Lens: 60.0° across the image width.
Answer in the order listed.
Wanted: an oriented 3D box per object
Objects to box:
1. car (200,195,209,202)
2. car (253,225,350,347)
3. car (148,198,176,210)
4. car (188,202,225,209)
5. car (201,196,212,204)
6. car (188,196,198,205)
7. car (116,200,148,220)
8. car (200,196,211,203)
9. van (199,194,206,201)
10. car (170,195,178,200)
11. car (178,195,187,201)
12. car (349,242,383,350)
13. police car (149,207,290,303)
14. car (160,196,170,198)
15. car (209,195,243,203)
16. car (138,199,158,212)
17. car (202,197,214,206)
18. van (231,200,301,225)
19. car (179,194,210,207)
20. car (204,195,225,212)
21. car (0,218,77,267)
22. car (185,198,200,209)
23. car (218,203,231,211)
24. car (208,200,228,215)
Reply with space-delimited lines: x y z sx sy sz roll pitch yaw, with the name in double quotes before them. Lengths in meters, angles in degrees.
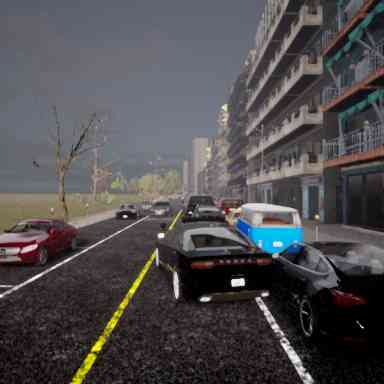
"car" 2.736 1.458 74.186 1.967 1.590 4.097 1 0 0
"car" 2.587 1.567 6.253 1.947 1.339 4.313 1 0 0
"car" -2.782 1.531 30.698 1.812 1.442 4.674 0 0 0
"car" 0.865 1.508 18.644 1.837 1.490 4.892 0 0 0
"car" 2.711 1.539 63.034 1.752 1.417 4.829 1 0 0
"car" 0.131 1.539 60.260 1.812 1.442 4.674 0 0 0
"car" -5.245 1.570 28.382 1.947 1.339 4.313 1 0 0
"car" 2.723 1.567 68.524 2.008 1.369 4.403 1 0 0
"van" 2.762 1.364 85.508 1.690 1.788 3.998 1 0 0
"car" -5.134 1.571 79.268 2.008 1.369 4.403 1 0 0
"car" -2.556 1.517 89.300 2.128 1.511 4.902 0 0 0
"car" 2.578 1.315 0.592 2.192 1.841 5.009 1 0 0
"police car" 0.226 1.426 8.499 1.930 1.638 5.238 0 0 -13
"car" -5.183 1.537 56.483 1.752 1.417 4.829 1 0 0
"car" 2.627 1.319 23.237 2.192 1.841 5.009 1 0 0
"car" -5.220 1.589 39.690 1.802 1.307 4.206 1 0 0
"car" 2.699 1.538 57.373 1.752 1.417 4.829 1 0 0
"van" 2.602 1.343 11.915 1.690 1.788 3.998 1 0 0
"car" 0.435 1.223 24.585 2.150 2.045 5.566 0 0 -5
"car" 2.664 1.322 40.220 2.192 1.841 5.009 1 0 0
"car" -5.282 1.584 11.420 1.802 1.307 4.206 1 0 0
"car" 0.114 1.556 46.480 2.033 1.411 5.357 0 0 1
"car" 2.613 1.528 17.746 1.752 1.417 4.829 1 0 0
"car" 2.649 1.588 34.559 1.802 1.307 4.206 1 0 0
